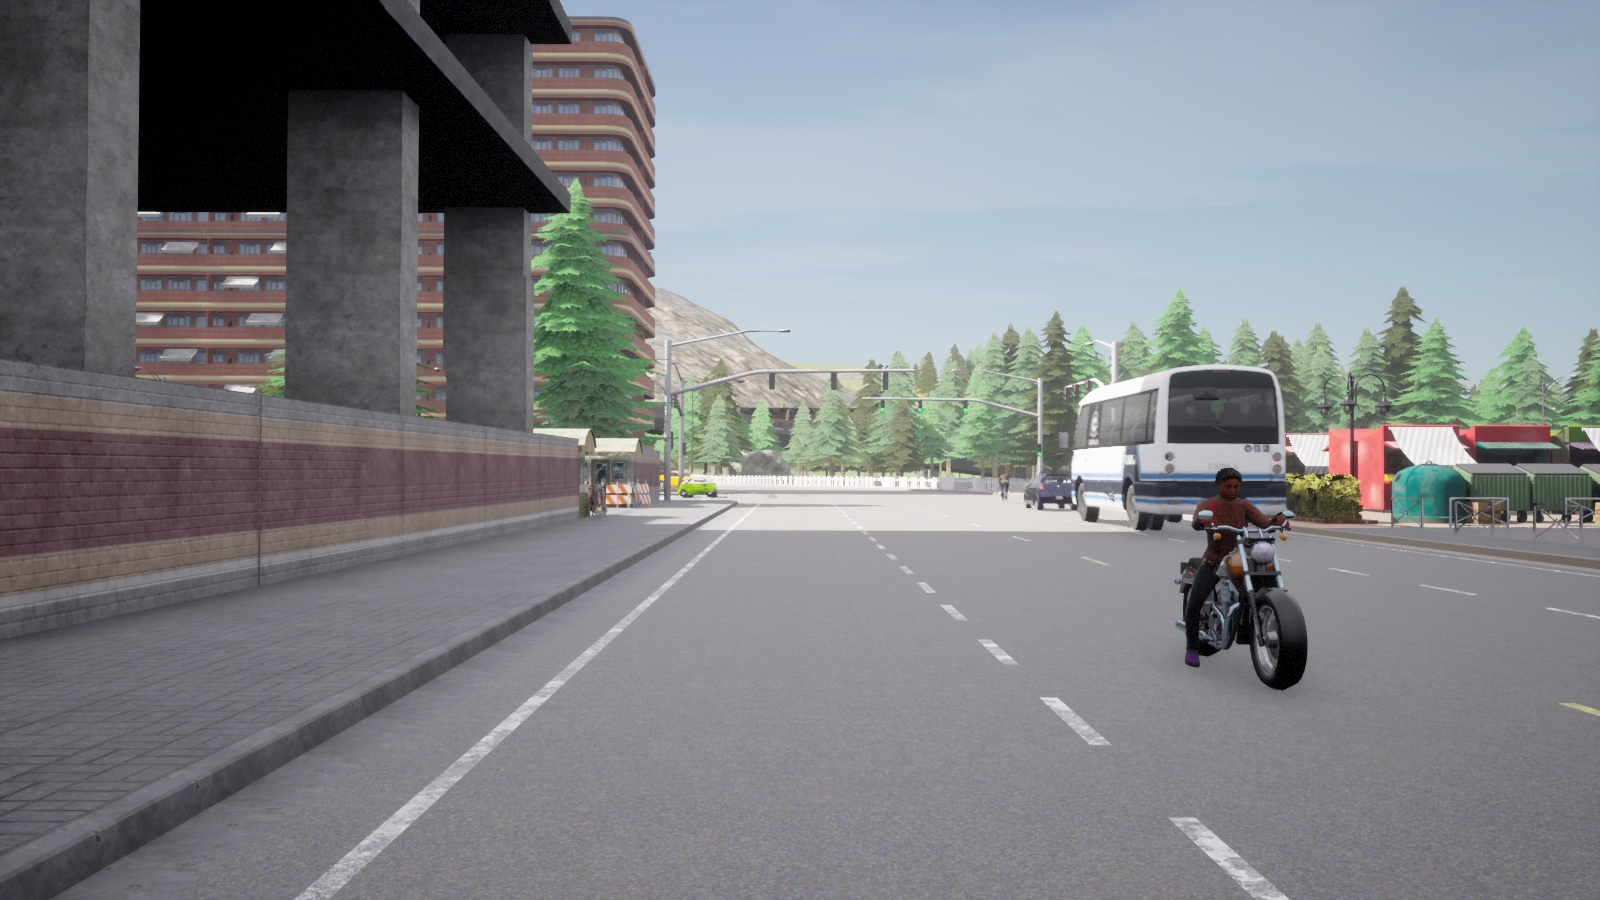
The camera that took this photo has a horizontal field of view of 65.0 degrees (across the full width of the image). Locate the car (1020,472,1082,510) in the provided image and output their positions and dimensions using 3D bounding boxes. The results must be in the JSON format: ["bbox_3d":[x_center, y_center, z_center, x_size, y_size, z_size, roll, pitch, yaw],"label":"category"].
[{"bbox_3d":[10.370,1.660,52.121,1.845,1.501,3.633,0,-1,0],"label":"car"}]

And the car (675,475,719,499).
[{"bbox_3d":[-6.026,2.171,73.498,2.207,1.376,1.481,-1,-1,10],"label":"car"}]

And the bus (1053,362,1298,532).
[{"bbox_3d":[10.408,0.008,36.495,3.944,4.253,10.273,0,-1,0],"label":"bus"}]

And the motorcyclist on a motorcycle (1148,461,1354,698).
[{"bbox_3d":[3.475,0.918,9.942,0.766,1.649,2.350,0,-1,0],"label":"motorcyclist on a motorcycle"}]
